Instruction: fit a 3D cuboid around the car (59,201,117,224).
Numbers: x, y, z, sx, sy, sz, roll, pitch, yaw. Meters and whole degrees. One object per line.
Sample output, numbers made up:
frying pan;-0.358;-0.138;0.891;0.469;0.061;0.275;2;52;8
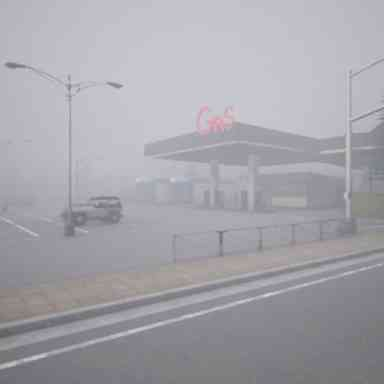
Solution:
car;-8.029;1.518;25.718;3.806;1.475;1.970;0;0;-36

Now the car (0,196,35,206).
car;-28.034;1.489;53.528;5.027;1.636;2.152;0;0;-36

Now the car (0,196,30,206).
car;-29.904;1.499;56.047;4.514;1.523;2.007;0;0;-36

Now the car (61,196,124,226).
car;-6.589;1.236;22.660;3.866;1.878;1.905;0;0;-36

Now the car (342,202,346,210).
car;21.362;1.493;42.029;2.242;1.667;4.611;0;0;-36
